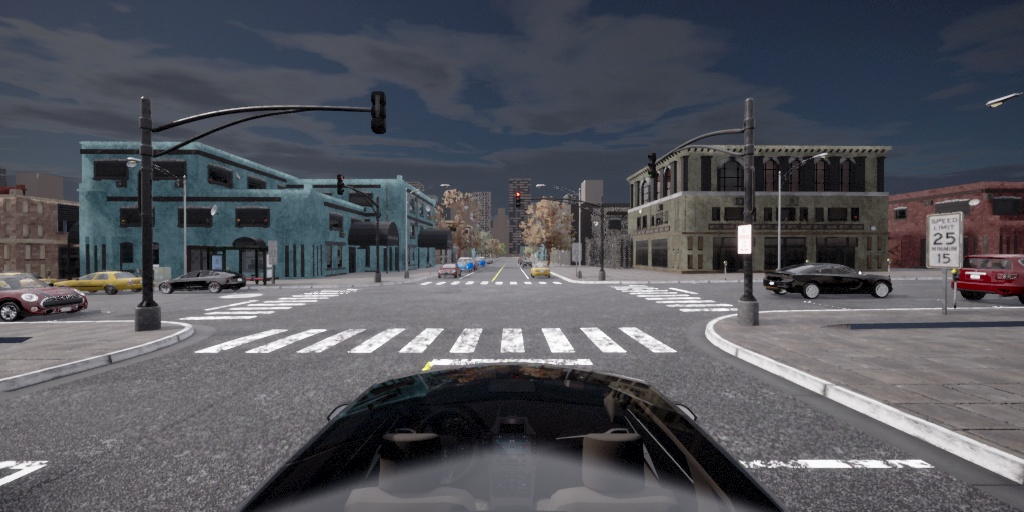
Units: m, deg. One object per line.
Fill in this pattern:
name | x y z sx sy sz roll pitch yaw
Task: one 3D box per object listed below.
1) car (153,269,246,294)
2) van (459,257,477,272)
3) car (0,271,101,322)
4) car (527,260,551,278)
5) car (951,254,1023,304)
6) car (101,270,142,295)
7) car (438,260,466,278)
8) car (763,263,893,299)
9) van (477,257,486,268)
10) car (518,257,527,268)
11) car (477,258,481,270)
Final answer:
car | -18.227 1.474 21.258 4.313 1.339 1.948 0 0 -1
van | -5.770 1.082 44.561 1.690 1.789 3.998 0 0 0
car | -18.091 1.423 12.912 4.097 1.591 1.967 0 0 -1
car | 2.631 1.269 33.655 1.751 1.417 4.829 0 0 0
car | 19.925 0.842 13.634 5.009 1.841 2.192 0 0 -1
car | -24.050 1.501 21.142 4.829 1.417 1.751 0 0 -1
car | -5.748 1.326 33.469 1.802 1.307 4.207 0 0 0
car | 14.178 1.050 16.204 5.008 1.535 1.882 -1 1 -1
van | -5.803 1.078 61.200 1.690 1.789 3.998 0 0 0
car | 2.578 1.288 61.217 2.007 1.370 4.403 0 0 0
car | -5.782 1.285 50.108 1.888 1.381 4.507 0 0 0
